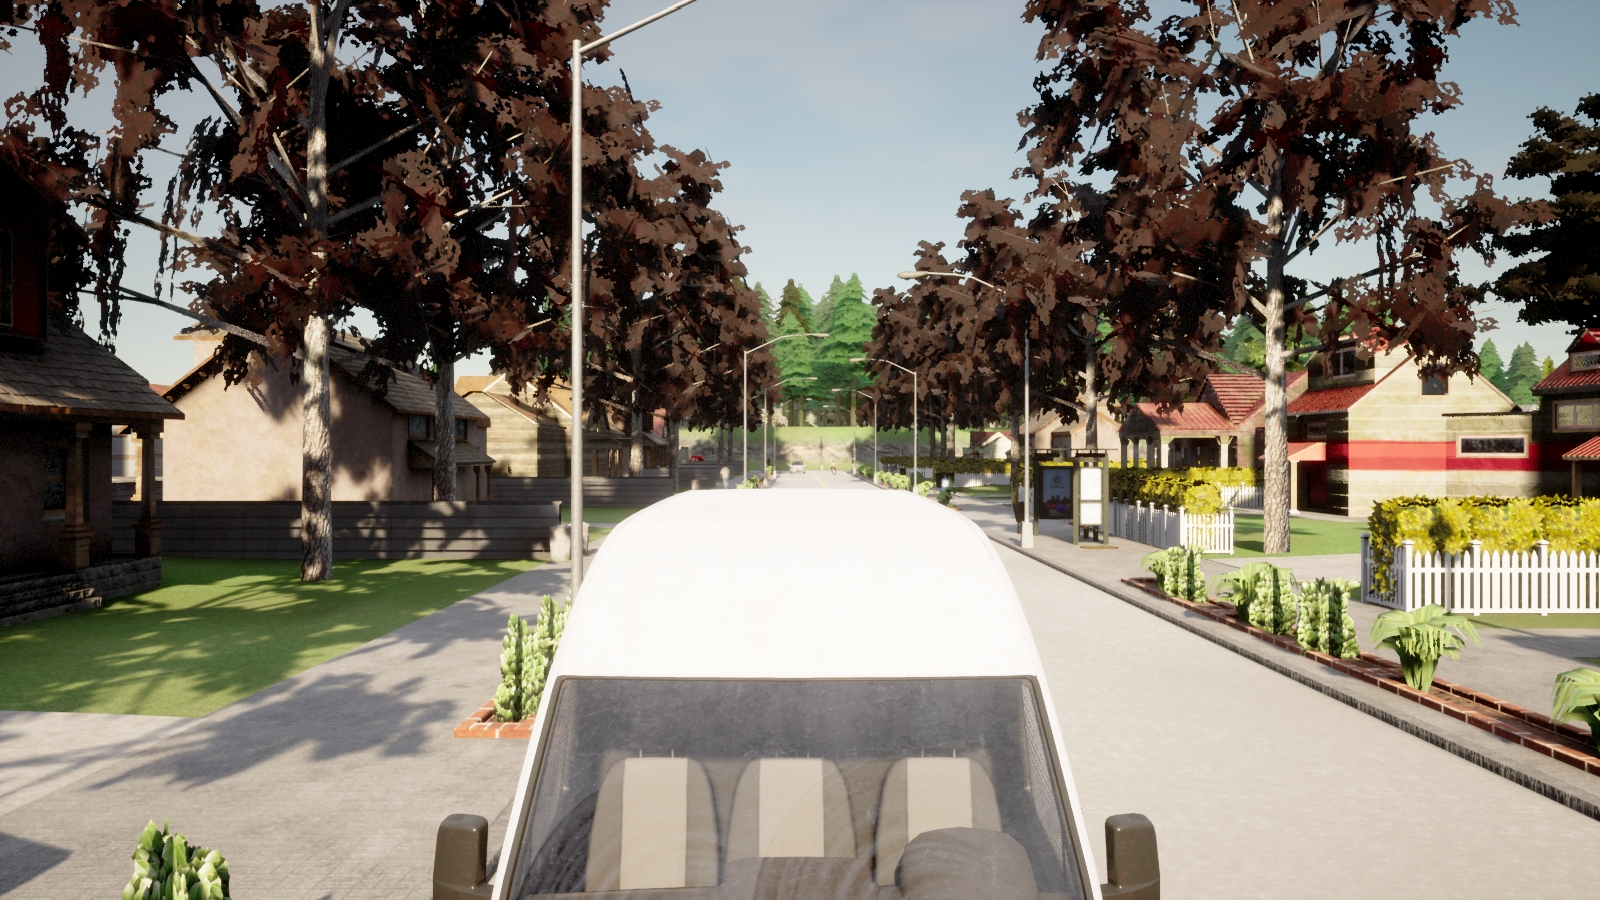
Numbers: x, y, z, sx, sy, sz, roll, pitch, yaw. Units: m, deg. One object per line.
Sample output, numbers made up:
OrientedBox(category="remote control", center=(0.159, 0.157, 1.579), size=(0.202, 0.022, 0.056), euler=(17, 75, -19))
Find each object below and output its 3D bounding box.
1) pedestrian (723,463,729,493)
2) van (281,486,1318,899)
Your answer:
OrientedBox(category="pedestrian", center=(-4.660, 1.743, 71.910), size=(0.375, 1.860, 0.375), euler=(0, 0, 3))
OrientedBox(category="van", center=(-0.006, 1.534, 5.149), size=(1.988, 2.561, 5.915), euler=(0, 0, 0))
